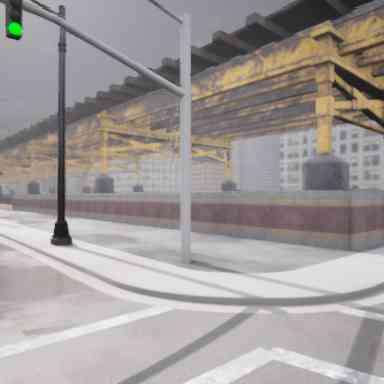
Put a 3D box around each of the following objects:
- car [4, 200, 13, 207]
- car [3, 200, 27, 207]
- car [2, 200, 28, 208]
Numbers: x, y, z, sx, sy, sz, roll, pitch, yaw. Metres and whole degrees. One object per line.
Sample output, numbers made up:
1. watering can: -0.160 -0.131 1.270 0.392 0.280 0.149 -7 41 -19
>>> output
1. car: -30.224 2.168 59.016 4.974 1.542 2.038 0 -1 13
2. car: -33.210 2.054 62.577 1.853 1.218 4.536 0 -1 3
3. car: -33.213 2.211 62.523 2.038 1.542 4.974 0 -1 3
